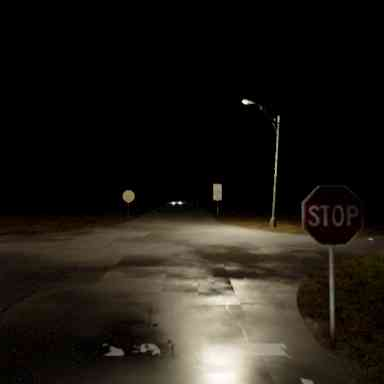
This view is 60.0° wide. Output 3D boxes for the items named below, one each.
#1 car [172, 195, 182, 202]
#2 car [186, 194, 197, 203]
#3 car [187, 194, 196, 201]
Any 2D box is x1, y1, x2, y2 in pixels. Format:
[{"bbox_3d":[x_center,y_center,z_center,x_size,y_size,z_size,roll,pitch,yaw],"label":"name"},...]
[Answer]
[{"bbox_3d":[-2.889,1.286,65.597,2.033,1.411,5.357,0,0,0],"label":"car"},{"bbox_3d":[-0.131,1.330,61.389,1.994,1.385,4.181,0,0,0],"label":"car"},{"bbox_3d":[-0.152,1.157,71.443,1.994,1.385,4.181,0,0,0],"label":"car"}]
